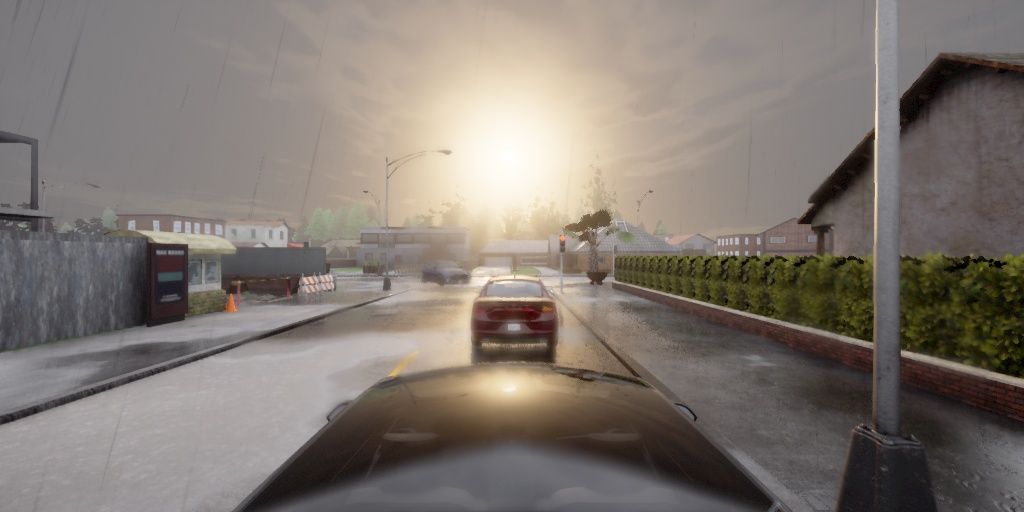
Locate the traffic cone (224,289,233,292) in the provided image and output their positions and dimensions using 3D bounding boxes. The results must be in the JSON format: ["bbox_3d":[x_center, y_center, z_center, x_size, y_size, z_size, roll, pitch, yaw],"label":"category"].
[{"bbox_3d":[-10.339,1.568,12.789,0.344,0.586,0.344,0,0,0],"label":"traffic cone"}]

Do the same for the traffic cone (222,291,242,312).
[{"bbox_3d":[-9.621,1.598,12.266,0.344,0.586,0.344,0,0,0],"label":"traffic cone"}]

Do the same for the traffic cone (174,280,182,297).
[{"bbox_3d":[-15.771,1.558,17.223,0.344,0.586,0.344,0,0,0],"label":"traffic cone"}]

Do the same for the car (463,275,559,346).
[{"bbox_3d":[0.079,1.228,9.422,1.882,1.535,5.008,0,0,1],"label":"car"}]

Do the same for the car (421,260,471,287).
[{"bbox_3d":[-4.604,1.102,24.917,2.097,1.767,4.553,-1,0,-35],"label":"car"}]

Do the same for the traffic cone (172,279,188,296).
[{"bbox_3d":[-16.806,1.582,18.227,0.344,0.586,0.344,0,0,0],"label":"traffic cone"}]

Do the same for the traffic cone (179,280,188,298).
[{"bbox_3d":[-15.203,1.561,16.859,0.344,0.586,0.344,0,0,0],"label":"traffic cone"}]
